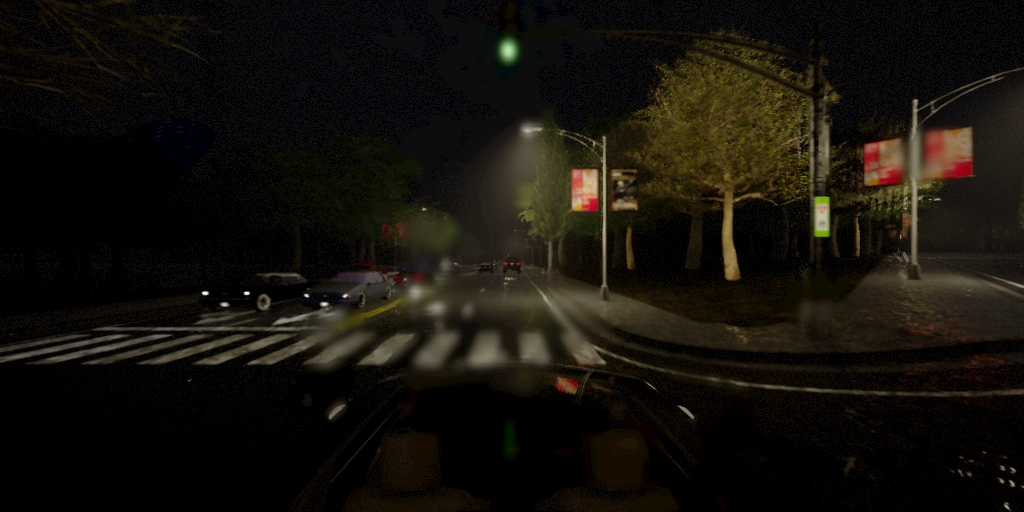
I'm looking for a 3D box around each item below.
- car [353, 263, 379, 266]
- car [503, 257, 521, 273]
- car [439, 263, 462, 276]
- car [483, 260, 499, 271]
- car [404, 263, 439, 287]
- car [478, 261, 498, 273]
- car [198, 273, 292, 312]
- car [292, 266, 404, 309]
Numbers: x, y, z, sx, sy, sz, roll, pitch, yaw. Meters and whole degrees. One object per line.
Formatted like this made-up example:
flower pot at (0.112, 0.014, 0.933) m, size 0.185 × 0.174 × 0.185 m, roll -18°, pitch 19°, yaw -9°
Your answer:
car at (-9.809, 1.265, 23.676) m, size 1.882 × 1.535 × 5.008 m, roll 0°, pitch 0°, yaw 0°
car at (-0.006, 1.126, 45.909) m, size 2.150 × 2.045 × 5.566 m, roll 0°, pitch 0°, yaw 0°
car at (-6.543, 1.408, 38.408) m, size 2.033 × 1.411 × 5.357 m, roll 0°, pitch 0°, yaw 1°
car at (-3.258, 1.466, 56.297) m, size 2.128 × 1.511 × 4.902 m, roll 0°, pitch 0°, yaw 0°
car at (-6.565, 1.355, 24.425) m, size 1.994 × 1.385 × 4.181 m, roll 0°, pitch 0°, yaw 0°
car at (-3.256, 1.451, 45.877) m, size 2.033 × 1.411 × 5.357 m, roll 0°, pitch 0°, yaw 0°
car at (-9.798, 1.360, 14.450) m, size 1.895 × 1.301 × 4.718 m, roll 0°, pitch 0°, yaw 1°
car at (-6.544, 1.308, 15.192) m, size 2.033 × 1.411 × 5.357 m, roll 0°, pitch 0°, yaw 1°
